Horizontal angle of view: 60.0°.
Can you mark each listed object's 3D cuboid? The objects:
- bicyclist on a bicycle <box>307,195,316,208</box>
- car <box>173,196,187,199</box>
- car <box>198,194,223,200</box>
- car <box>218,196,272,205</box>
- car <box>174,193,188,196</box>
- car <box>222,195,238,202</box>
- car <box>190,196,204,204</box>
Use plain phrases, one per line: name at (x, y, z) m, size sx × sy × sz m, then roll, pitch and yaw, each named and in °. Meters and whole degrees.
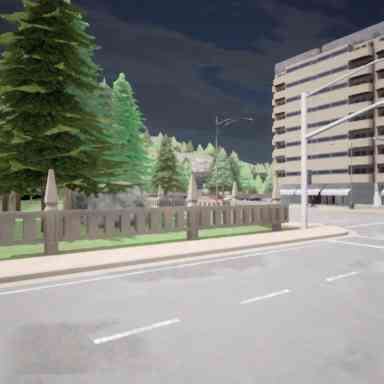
bicyclist on a bicycle at (15.325, 1.242, 42.481) m, size 1.656 × 1.620 × 0.582 m, roll 0°, pitch 0°, yaw -29°
car at (-2.177, 1.544, 45.878) m, size 1.895 × 1.301 × 4.718 m, roll 0°, pitch 0°, yaw -13°
car at (2.006, 1.421, 43.993) m, size 1.882 × 1.535 × 5.008 m, roll 0°, pitch 1°, yaw -17°
car at (4.834, 1.434, 30.705) m, size 2.128 × 1.511 × 4.902 m, roll 0°, pitch 0°, yaw -32°
car at (-2.270, 1.149, 67.058) m, size 2.150 × 2.045 × 5.566 m, roll 0°, pitch 0°, yaw 14°
car at (8.594, 1.465, 75.205) m, size 1.812 × 1.442 × 4.674 m, roll 0°, pitch 0°, yaw 32°
car at (1.030, 1.542, 65.738) m, size 1.895 × 1.301 × 4.718 m, roll 0°, pitch 0°, yaw 13°
